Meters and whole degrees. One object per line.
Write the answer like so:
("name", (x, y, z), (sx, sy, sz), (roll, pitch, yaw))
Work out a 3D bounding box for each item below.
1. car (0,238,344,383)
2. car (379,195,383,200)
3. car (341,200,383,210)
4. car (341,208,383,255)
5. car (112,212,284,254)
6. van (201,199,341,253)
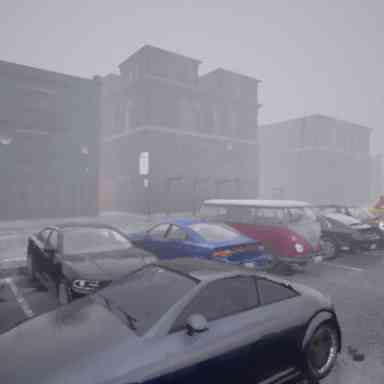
("car", (-0.124, 1.561, 3.904), (4.181, 1.385, 1.994), (0, 0, -36))
("car", (13.426, 1.194, 18.991), (2.435, 2.045, 5.566), (0, 0, -36))
("car", (6.696, 1.335, 14.263), (2.185, 1.767, 4.553), (0, 0, -36))
("car", (4.351, 1.466, 12.543), (2.231, 1.521, 4.892), (0, 0, -36))
("car", (-0.182, 1.473, 9.311), (2.097, 1.535, 5.008), (0, 0, -36))
("van", (2.148, 1.244, 10.836), (1.878, 1.987, 4.442), (0, 0, -36))
